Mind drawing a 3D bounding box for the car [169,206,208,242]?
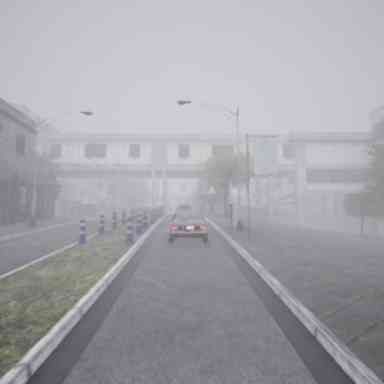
[{"bbox_3d":[-0.201,1.617,16.725,2.033,1.411,5.357,0,-1,-2],"label":"car"}]

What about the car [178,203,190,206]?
[{"bbox_3d":[-0.943,2.133,40.378,1.837,1.490,4.892,0,-1,-2],"label":"car"}]
